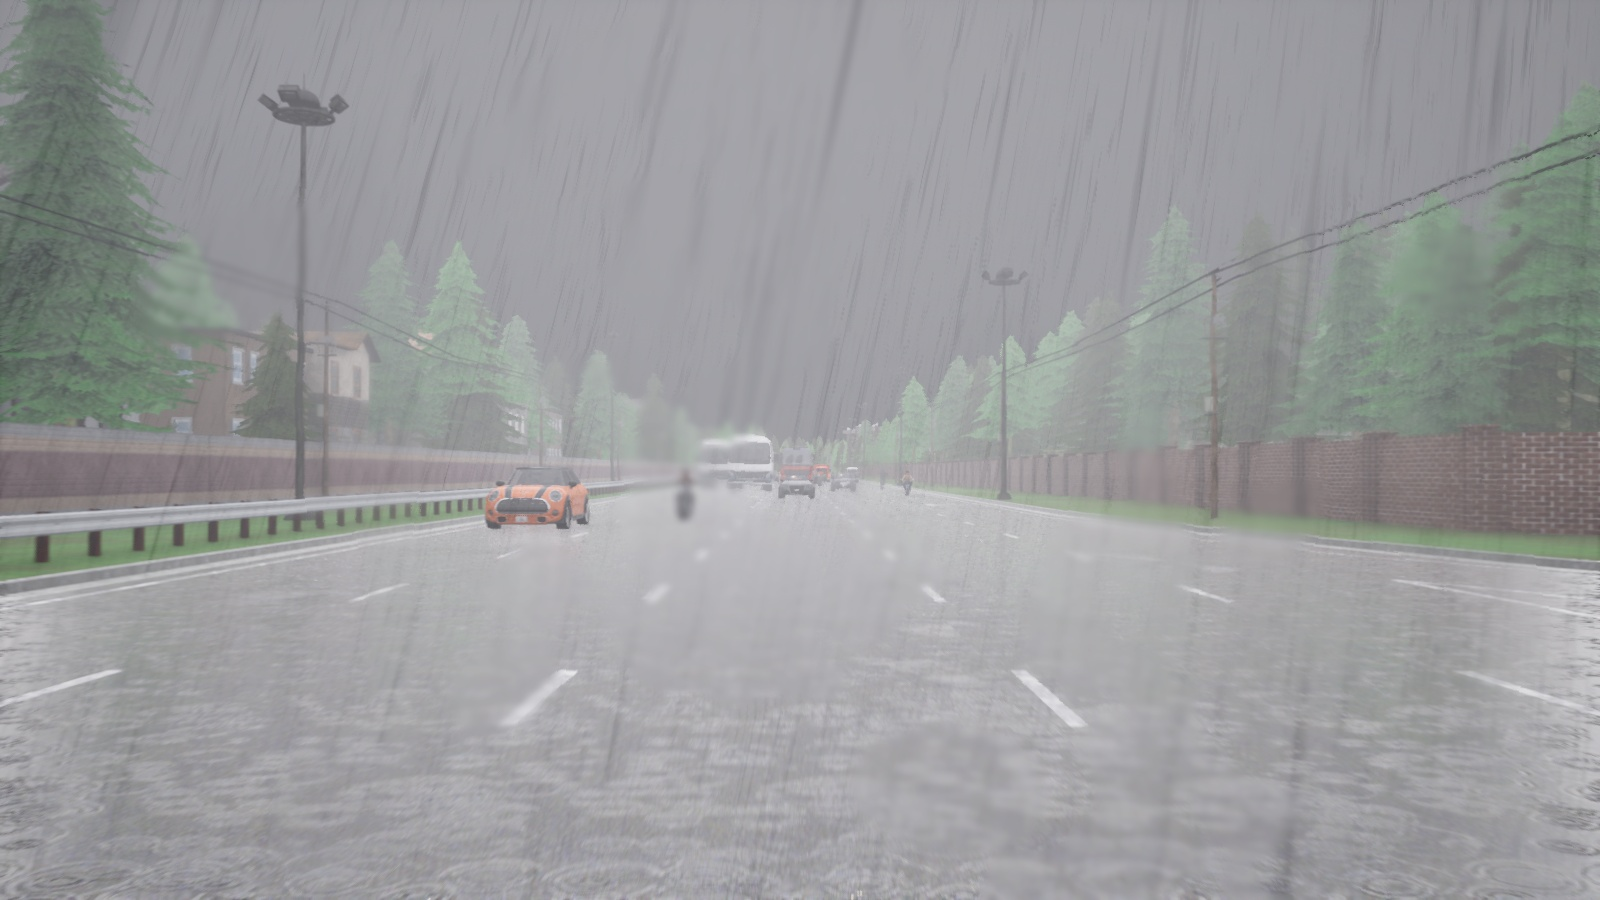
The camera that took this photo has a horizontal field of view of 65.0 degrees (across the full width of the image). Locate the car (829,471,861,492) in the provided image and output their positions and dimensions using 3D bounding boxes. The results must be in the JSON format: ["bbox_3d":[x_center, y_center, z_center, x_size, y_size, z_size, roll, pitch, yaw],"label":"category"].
[{"bbox_3d":[3.275,2.311,92.138,2.128,1.511,4.902,0,-1,0],"label":"car"}]

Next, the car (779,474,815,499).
[{"bbox_3d":[-0.175,2.096,72.135,1.994,1.385,4.181,0,-1,0],"label":"car"}]

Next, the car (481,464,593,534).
[{"bbox_3d":[-7.084,1.280,34.294,2.097,1.767,4.553,0,-1,0],"label":"car"}]

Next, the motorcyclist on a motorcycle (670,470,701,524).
[{"bbox_3d":[-3.597,1.448,39.664,0.766,1.649,2.350,0,-1,0],"label":"motorcyclist on a motorcycle"}]
